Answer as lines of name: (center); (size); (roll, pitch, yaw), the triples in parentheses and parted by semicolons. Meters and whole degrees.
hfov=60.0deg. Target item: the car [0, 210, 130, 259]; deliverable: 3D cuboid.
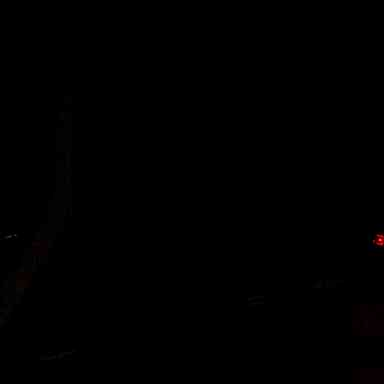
car: (-5.032, 1.555, 13.305); (4.674, 1.442, 1.812); (1, 0, -36)

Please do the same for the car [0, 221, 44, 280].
car: (-3.684, 1.548, 9.966); (4.674, 1.442, 1.812); (1, 0, -36)

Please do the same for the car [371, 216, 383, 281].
car: (6.890, 1.307, 8.675); (5.566, 2.045, 2.150); (1, 0, -36)
